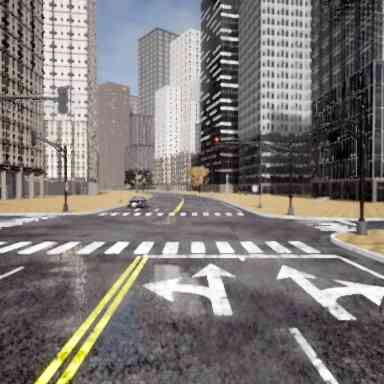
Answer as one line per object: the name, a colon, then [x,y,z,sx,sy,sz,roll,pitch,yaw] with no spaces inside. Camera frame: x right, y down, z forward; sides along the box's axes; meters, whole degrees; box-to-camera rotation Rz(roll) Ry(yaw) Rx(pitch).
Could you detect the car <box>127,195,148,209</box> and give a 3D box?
car: [-6.507,1.193,39.990,2.128,1.511,4.902,0,1,0]
